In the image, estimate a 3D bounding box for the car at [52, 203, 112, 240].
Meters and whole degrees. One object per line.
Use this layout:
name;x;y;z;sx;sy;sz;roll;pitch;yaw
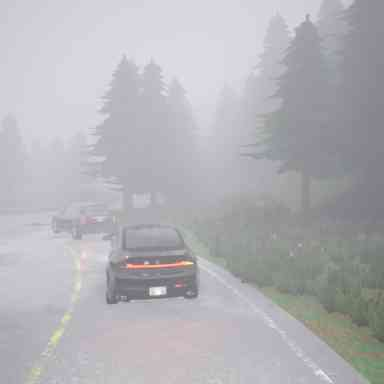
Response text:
car;-5.718;1.352;17.458;2.097;1.767;4.553;0;0;-39

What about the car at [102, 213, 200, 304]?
car;-1.115;1.504;8.240;1.837;1.490;4.892;0;0;-12

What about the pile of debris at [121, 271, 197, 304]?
pile of debris;-0.858;2.175;7.751;1.500;0.140;1.860;0;0;-14
